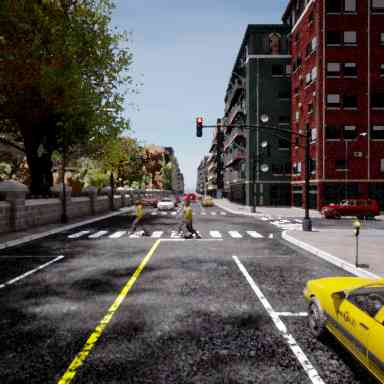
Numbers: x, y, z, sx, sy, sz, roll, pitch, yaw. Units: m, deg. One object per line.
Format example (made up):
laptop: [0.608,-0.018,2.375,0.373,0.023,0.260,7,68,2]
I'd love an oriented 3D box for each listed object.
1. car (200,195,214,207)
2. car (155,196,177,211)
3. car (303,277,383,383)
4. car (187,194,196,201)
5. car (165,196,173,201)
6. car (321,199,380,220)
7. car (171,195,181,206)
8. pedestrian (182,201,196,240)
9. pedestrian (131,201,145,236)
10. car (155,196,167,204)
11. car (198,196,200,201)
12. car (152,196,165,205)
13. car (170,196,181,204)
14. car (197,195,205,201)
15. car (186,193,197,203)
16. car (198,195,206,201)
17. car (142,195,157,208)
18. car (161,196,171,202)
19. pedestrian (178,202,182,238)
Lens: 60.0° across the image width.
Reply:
car: [2.574,1.538,52.815,1.752,1.417,4.829,0,0,0]
car: [-3.156,1.532,41.199,1.812,1.442,4.674,0,0,-1]
car: [2.680,1.525,3.714,1.752,1.417,4.829,0,0,0]
car: [-0.176,1.306,82.811,2.097,1.767,4.553,0,0,0]
car: [-5.876,1.623,85.838,1.802,1.307,4.206,0,0,0]
car: [14.550,1.591,30.562,5.009,1.841,2.192,1,-1,0]
car: [-3.204,1.560,51.779,2.033,1.411,5.357,0,0,0]
pedestrian: [-0.140,1.294,15.644,0.375,1.860,0.375,0,0,0]
pedestrian: [-2.747,1.294,16.918,0.375,1.860,0.375,0,0,0]
car: [-5.829,1.566,63.697,1.887,1.381,4.507,0,0,0]
car: [2.563,1.562,58.180,1.887,1.381,4.507,0,0,0]
car: [-5.818,1.457,58.162,1.967,1.590,4.097,0,0,0]
car: [-3.177,1.500,65.258,1.882,1.535,5.008,0,0,0]
car: [2.492,1.592,91.391,1.887,1.381,4.507,0,0,0]
car: [-0.153,1.245,72.450,2.150,2.045,5.566,0,0,0]
car: [2.504,1.586,85.856,1.887,1.381,4.507,0,0,0]
car: [-5.794,1.324,47.091,2.192,1.841,5.009,0,0,0]
car: [-5.852,1.613,74.767,1.802,1.307,4.206,0,0,0]
pedestrian: [-0.387,1.294,16.323,0.375,1.860,0.375,0,0,0]
